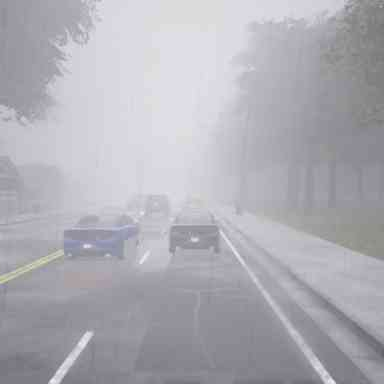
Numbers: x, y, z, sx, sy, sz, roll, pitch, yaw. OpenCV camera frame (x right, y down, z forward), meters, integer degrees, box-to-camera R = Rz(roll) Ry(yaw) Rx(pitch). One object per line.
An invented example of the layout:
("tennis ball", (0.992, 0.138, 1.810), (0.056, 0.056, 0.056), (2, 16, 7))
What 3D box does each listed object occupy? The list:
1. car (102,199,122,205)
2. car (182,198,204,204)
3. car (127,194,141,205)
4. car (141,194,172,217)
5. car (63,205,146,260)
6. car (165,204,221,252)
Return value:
("car", (-9.844, 1.548, 41.257), (1.812, 1.442, 4.674), (0, 0, 0))
("car", (0.099, 1.367, 32.259), (2.097, 1.767, 4.553), (0, 0, 0))
("car", (-6.597, 1.244, 41.227), (2.150, 2.045, 5.566), (0, 0, 0))
("car", (-3.150, 1.236, 31.795), (2.150, 2.045, 5.566), (0, 0, 0))
("car", (-3.150, 1.482, 12.517), (1.882, 1.535, 5.008), (0, 0, 0))
("car", (0.100, 1.483, 13.858), (1.882, 1.535, 5.008), (0, 0, 0))
